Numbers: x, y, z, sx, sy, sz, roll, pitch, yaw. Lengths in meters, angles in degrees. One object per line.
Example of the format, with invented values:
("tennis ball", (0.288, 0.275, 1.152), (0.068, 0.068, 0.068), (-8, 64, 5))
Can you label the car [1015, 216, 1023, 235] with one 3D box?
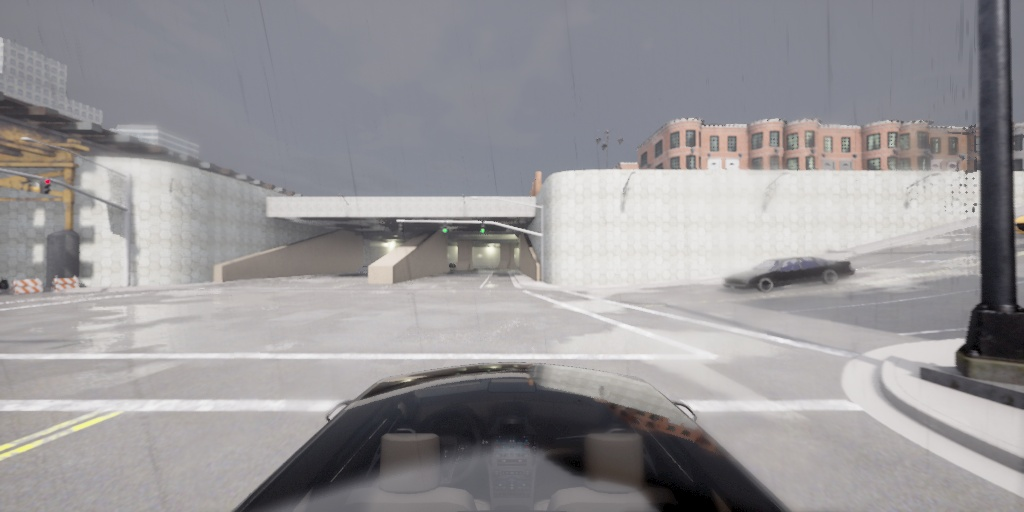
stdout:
("car", (27.419, -2.206, 17.307), (5.008, 1.535, 1.882), (-14, -1, 1))

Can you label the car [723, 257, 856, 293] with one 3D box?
("car", (13.128, 0.788, 17.170), (5.357, 1.411, 2.033), (-7, -1, -1))

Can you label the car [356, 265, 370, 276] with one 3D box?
("car", (-19.253, 1.885, 48.044), (1.812, 1.442, 4.674), (0, 0, -3))
